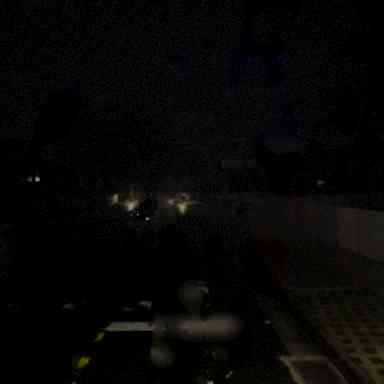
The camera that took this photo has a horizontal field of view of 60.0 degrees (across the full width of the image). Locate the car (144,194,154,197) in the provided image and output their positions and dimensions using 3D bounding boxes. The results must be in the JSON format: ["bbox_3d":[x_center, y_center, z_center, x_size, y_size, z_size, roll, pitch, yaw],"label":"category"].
[{"bbox_3d":[-5.663,1.318,47.688,1.895,1.301,4.718,0,0,-7],"label":"car"}]

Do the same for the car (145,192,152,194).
[{"bbox_3d":[-9.428,0.786,72.865,2.097,1.767,4.553,0,0,-10],"label":"car"}]

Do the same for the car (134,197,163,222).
[{"bbox_3d":[-3.193,1.390,25.074,2.033,1.411,5.357,0,1,-4],"label":"car"}]
